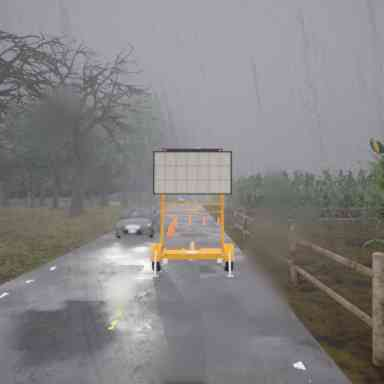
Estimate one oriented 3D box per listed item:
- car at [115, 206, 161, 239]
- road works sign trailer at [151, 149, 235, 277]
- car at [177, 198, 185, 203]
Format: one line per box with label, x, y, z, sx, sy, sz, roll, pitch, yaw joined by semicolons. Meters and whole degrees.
car;-2.717;1.530;17.632;2.128;1.511;4.902;0;0;0
road works sign trailer;0.018;0.478;10.263;2.380;3.560;2.880;0;0;0
car;-2.601;2.264;82.159;1.882;1.535;5.008;0;-2;0
